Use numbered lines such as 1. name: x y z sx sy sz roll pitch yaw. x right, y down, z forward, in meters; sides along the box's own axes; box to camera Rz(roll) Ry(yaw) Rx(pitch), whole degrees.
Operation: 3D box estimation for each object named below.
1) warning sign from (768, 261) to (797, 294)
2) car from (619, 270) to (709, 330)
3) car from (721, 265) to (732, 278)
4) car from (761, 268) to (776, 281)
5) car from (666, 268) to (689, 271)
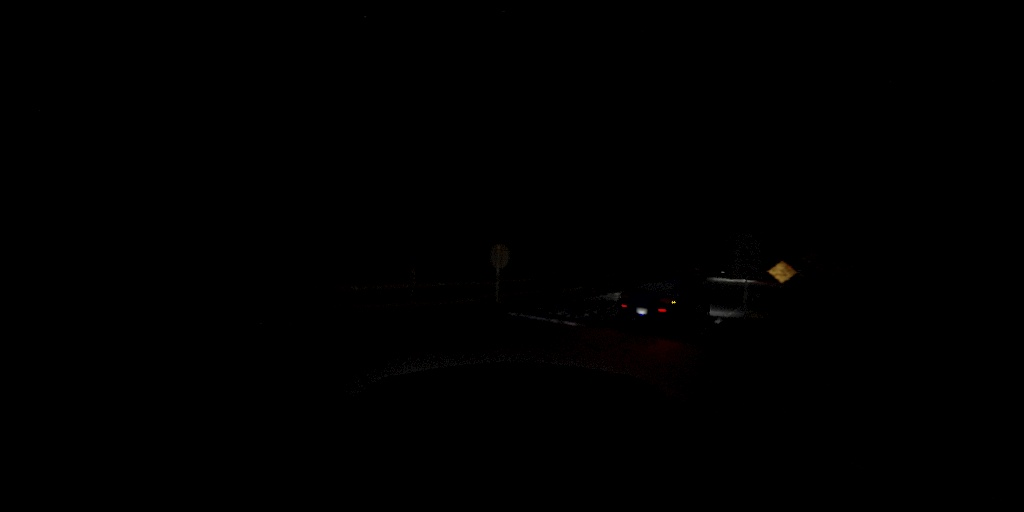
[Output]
1. warning sign: 15.683 1.205 20.849 1.300 1.860 1.060 0 0 40
2. car: 5.002 1.361 11.611 1.812 1.442 4.674 2 0 39
3. car: 24.572 1.736 39.756 1.812 1.442 4.674 2 0 40
4. car: 26.119 1.876 37.194 1.895 1.301 4.718 2 1 40
5. car: 10.425 1.485 22.784 1.994 1.385 4.181 2 1 40
